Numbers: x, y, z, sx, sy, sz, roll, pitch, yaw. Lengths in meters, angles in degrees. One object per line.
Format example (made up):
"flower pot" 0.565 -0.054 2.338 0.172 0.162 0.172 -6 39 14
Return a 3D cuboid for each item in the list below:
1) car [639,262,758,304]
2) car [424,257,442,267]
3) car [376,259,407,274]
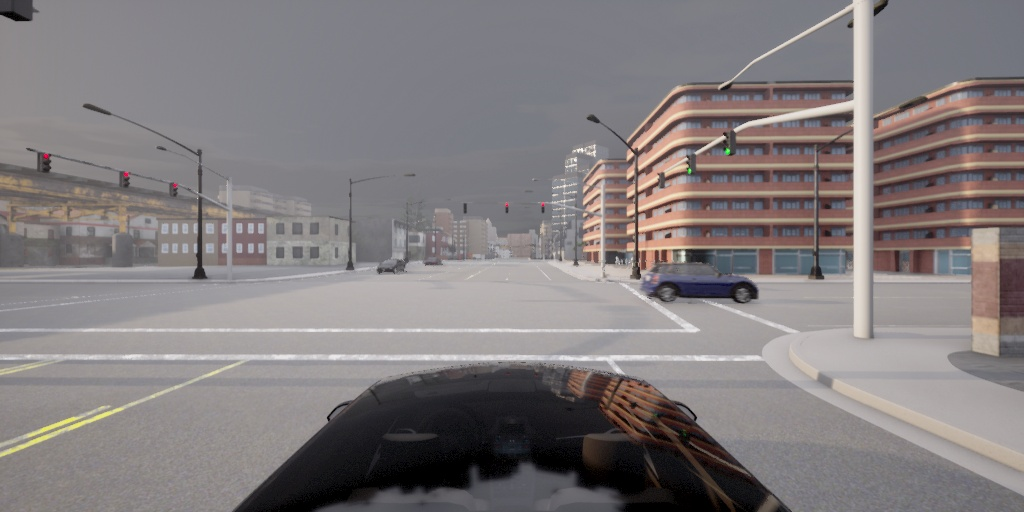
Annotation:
"car" 8.140 1.070 15.799 4.553 1.767 2.097 0 0 3
"car" -12.078 0.865 54.891 1.994 1.385 4.181 0 1 2
"car" -12.538 1.095 37.602 1.837 1.490 4.892 0 1 2
